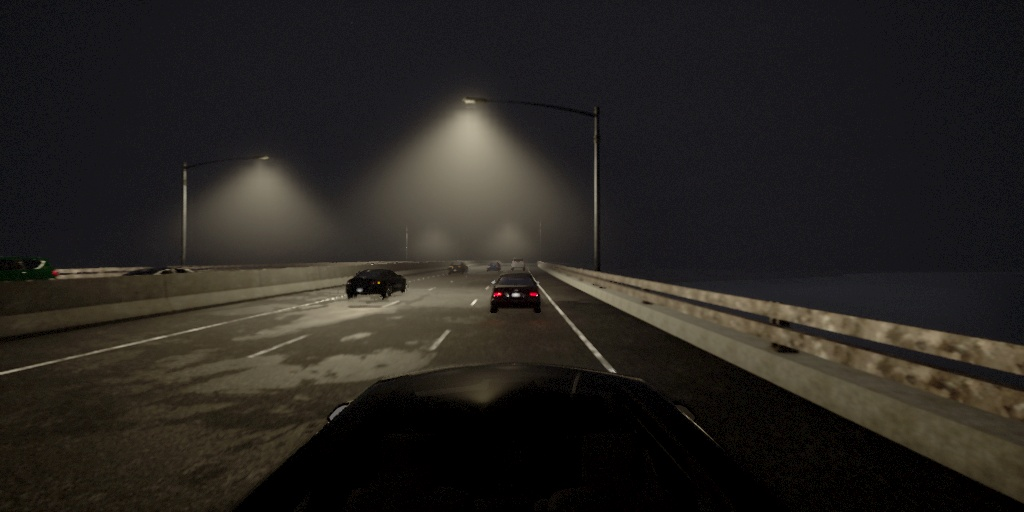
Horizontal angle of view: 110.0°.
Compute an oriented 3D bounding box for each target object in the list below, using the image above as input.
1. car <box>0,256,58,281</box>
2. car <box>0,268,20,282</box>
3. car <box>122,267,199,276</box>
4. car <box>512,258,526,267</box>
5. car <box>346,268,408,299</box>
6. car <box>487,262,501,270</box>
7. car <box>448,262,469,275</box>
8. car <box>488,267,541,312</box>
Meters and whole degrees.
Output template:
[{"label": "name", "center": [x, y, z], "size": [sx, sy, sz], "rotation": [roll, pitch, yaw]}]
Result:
[{"label": "car", "center": [-24.488, 1.031, 16.114], "size": [2.150, 2.045, 5.566], "rotation": [0, -1, 1]}, {"label": "car", "center": [-21.036, 1.315, 12.242], "size": [1.812, 1.442, 4.674], "rotation": [0, 0, 1]}, {"label": "car", "center": [-17.461, 1.324, 17.533], "size": [1.837, 1.490, 4.892], "rotation": [0, -1, 1]}, {"label": "car", "center": [1.119, 1.307, 60.542], "size": [2.150, 2.045, 5.566], "rotation": [0, 0, 2]}, {"label": "car", "center": [-6.814, 1.353, 18.402], "size": [1.812, 1.442, 4.674], "rotation": [0, 0, 1]}, {"label": "car", "center": [-2.611, 1.583, 53.766], "size": [2.033, 1.411, 5.357], "rotation": [0, 0, 2]}, {"label": "car", "center": [-6.393, 1.456, 43.110], "size": [2.128, 1.511, 4.902], "rotation": [0, 0, 1]}, {"label": "car", "center": [0.147, 1.359, 14.504], "size": [2.033, 1.411, 5.357], "rotation": [0, 0, 0]}]
